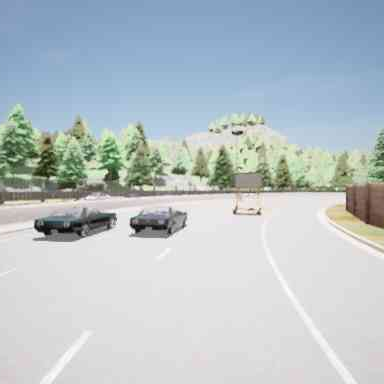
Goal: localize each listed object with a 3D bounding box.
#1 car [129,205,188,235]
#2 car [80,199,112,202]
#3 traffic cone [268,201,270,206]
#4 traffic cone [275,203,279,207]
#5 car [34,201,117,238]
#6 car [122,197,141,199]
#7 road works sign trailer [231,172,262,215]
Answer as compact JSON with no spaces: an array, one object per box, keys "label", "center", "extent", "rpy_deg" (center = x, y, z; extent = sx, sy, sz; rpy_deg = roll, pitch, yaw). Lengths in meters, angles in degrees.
[{"label":"car","center":[-1.515,1.339,17.143],"extent":[1.895,1.301,4.718],"rpy_deg":[1,1,11]},{"label":"car","center":[-12.062,0.823,42.131],"extent":[1.812,1.442,4.674],"rpy_deg":[1,1,24]},{"label":"traffic cone","center":[9.279,1.440,40.303],"extent":[0.340,0.580,0.340],"rpy_deg":[1,1,22]},{"label":"traffic cone","center":[10.203,1.453,39.921],"extent":[0.340,0.580,0.340],"rpy_deg":[1,1,22]},{"label":"car","center":[-5.299,1.328,15.949],"extent":[1.895,1.301,4.718],"rpy_deg":[1,1,10]},{"label":"car","center":[-7.600,0.875,43.511],"extent":[1.994,1.385,4.181],"rpy_deg":[1,1,25]},{"label":"road works sign trailer","center":[4.774,0.092,28.083],"extent":[2.380,3.560,2.880],"rpy_deg":[1,1,22]}]
